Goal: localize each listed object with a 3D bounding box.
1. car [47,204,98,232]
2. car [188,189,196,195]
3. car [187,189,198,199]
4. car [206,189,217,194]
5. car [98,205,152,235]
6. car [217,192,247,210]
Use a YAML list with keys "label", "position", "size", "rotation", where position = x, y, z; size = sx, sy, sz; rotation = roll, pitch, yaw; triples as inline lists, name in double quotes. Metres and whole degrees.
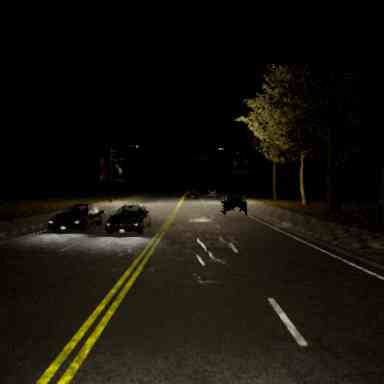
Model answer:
- label: "car"
  position: [-6.576, 1.428, 19.645]
  size: [2.033, 1.411, 5.357]
  rotation: [0, 1, 0]
- label: "car"
  position: [0.000, -0.041, 78.370]
  size: [2.033, 1.411, 5.357]
  rotation: [0, 2, 0]
- label: "car"
  position: [0.100, 0.452, 60.821]
  size: [1.812, 1.442, 4.674]
  rotation: [0, 1, 0]
- label: "car"
  position: [3.250, 0.211, 53.339]
  size: [2.033, 1.649, 4.856]
  rotation: [0, 2, 0]
- label: "car"
  position: [-3.332, 1.440, 18.488]
  size: [2.033, 1.411, 5.357]
  rotation: [0, 1, 0]
- label: "car"
  position: [3.251, 0.947, 26.365]
  size: [1.837, 1.490, 4.892]
  rotation: [0, 1, 0]
